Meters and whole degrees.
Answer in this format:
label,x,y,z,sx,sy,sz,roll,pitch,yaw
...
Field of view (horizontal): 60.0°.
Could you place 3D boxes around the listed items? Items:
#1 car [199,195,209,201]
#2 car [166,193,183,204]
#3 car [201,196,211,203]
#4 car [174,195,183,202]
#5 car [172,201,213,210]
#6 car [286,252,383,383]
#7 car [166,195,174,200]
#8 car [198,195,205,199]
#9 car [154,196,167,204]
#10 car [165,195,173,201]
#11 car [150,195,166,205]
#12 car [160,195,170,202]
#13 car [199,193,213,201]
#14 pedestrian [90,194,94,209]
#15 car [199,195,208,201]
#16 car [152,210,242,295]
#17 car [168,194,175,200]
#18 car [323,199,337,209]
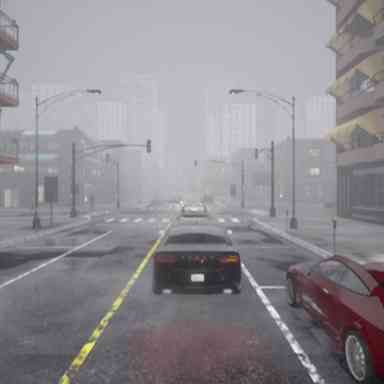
label,x,y,z,sx,sy,sz,roll,pitch,yaw
car,2.729,1.385,76.332,1.947,1.339,4.313,0,0,0
car,-3.033,1.398,57.921,2.033,1.411,5.357,0,0,0
car,2.723,1.403,65.281,1.947,1.339,4.313,0,0,0
car,-2.964,1.349,73.398,1.812,1.442,4.674,0,0,0
car,0.110,1.438,17.912,2.128,1.511,4.902,0,0,0
car,2.694,1.566,5.003,1.802,1.307,4.206,0,0,0
car,-5.646,1.388,87.385,1.802,1.307,4.206,0,0,0
car,2.737,1.381,92.906,1.802,1.307,4.206,0,0,0
car,-5.660,1.414,59.759,1.947,1.339,4.313,0,0,0
car,-5.649,1.394,81.861,1.802,1.307,4.206,0,0,0
car,-5.750,1.403,54.237,1.887,1.381,4.507,0,0,0
car,-5.654,1.354,70.640,1.752,1.417,4.829,0,0,0
car,2.721,1.162,59.754,2.192,1.841,5.009,0,0,0
pedestrian,-12.491,1.171,41.497,0.375,1.860,0.375,0,1,0
car,2.731,1.363,81.857,2.008,1.369,4.403,0,0,0
car,0.104,1.450,8.711,1.882,1.535,5.008,0,0,0
car,-5.644,1.325,92.740,1.752,1.417,4.829,0,0,0
car,17.507,1.246,38.546,4.313,1.339,1.947,-1,1,0
